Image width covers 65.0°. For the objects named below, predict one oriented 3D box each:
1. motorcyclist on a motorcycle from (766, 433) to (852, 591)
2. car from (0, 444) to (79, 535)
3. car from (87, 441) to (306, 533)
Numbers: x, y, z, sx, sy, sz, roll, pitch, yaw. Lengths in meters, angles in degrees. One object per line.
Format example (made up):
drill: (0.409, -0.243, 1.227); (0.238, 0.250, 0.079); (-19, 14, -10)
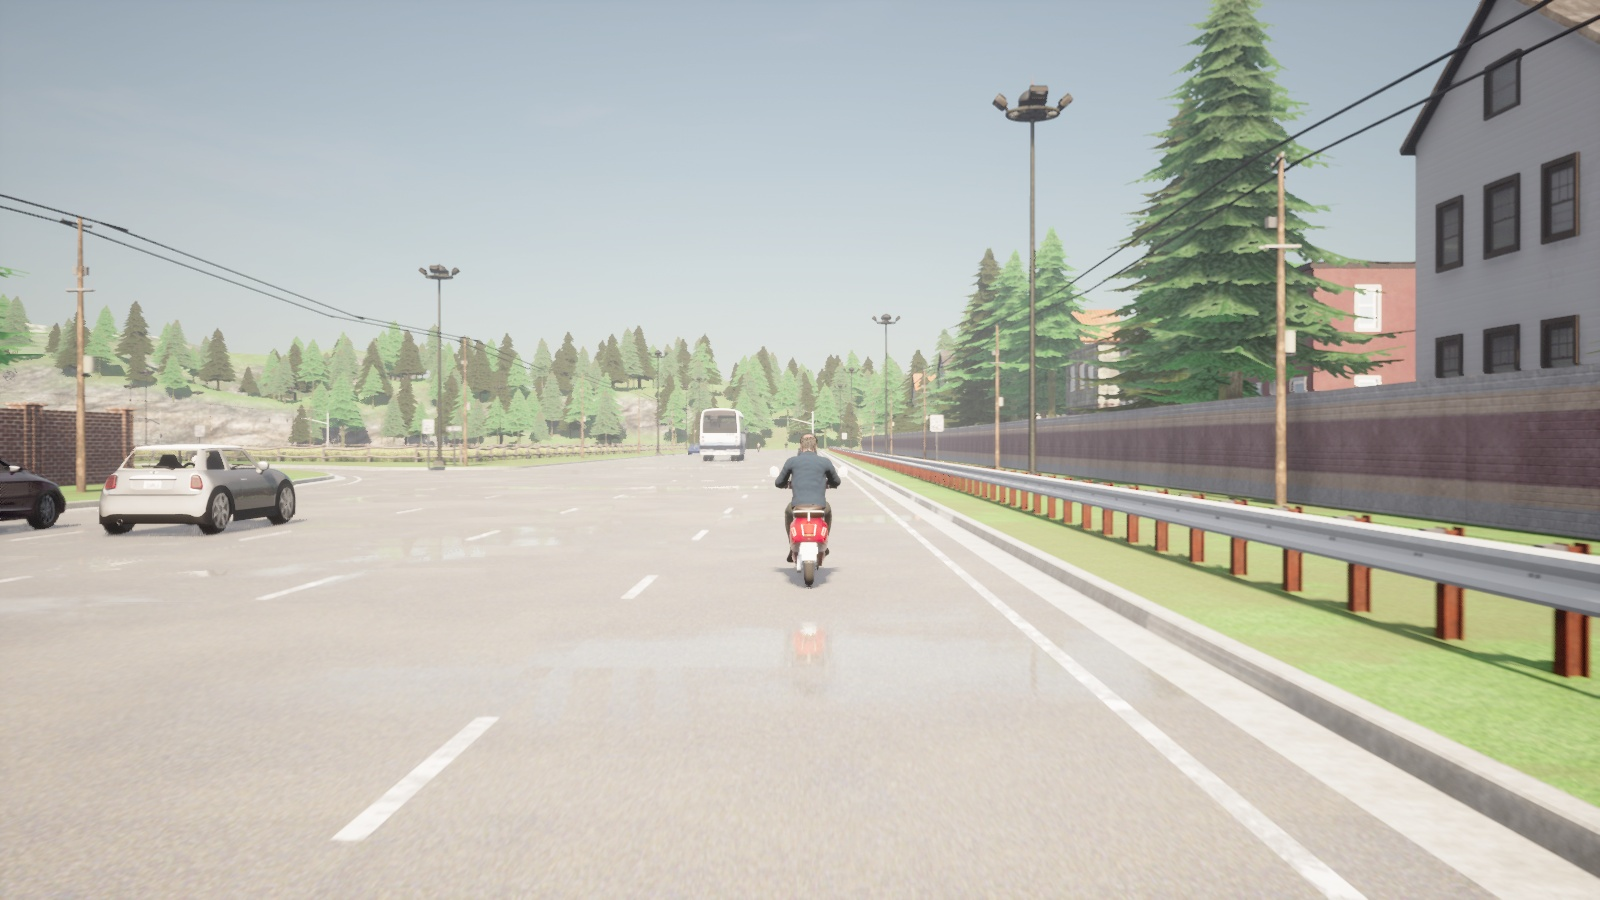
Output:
motorcyclist on a motorcycle: (0.093, 0.623, 13.610); (0.866, 1.590, 1.817); (0, 0, 0)
car: (-13.868, 0.633, 20.451); (1.816, 1.474, 4.193); (0, 0, 0)
car: (-10.360, 0.580, 21.903); (1.970, 1.475, 3.806); (0, 0, 0)
